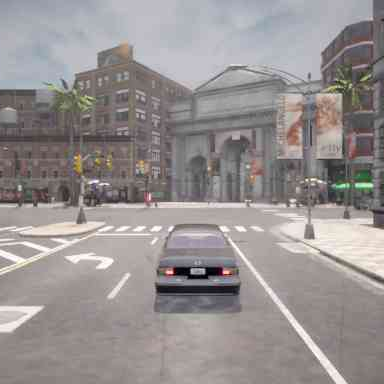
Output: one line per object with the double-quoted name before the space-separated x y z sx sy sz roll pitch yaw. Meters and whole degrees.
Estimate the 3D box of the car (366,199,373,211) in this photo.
"car" 22.719 1.526 37.518 4.674 1.442 1.812 0 0 1

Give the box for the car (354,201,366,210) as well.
"car" 22.293 1.564 41.017 4.181 1.385 1.994 0 0 0

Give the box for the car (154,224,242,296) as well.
"car" 0.114 1.547 8.800 2.033 1.411 5.357 0 0 0
